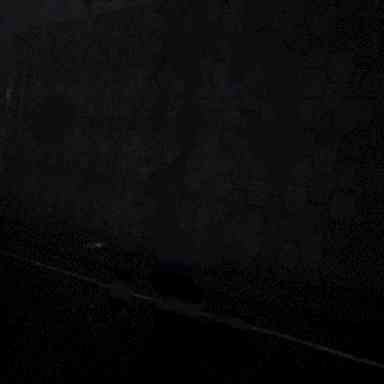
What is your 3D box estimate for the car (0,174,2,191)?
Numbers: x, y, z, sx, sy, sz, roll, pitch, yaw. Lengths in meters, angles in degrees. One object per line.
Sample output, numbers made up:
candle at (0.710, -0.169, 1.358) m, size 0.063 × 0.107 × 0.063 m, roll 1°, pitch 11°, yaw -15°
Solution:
car at (-14.308, -0.707, 24.143) m, size 1.812 × 1.442 × 4.674 m, roll 10°, pitch 6°, yaw 31°
